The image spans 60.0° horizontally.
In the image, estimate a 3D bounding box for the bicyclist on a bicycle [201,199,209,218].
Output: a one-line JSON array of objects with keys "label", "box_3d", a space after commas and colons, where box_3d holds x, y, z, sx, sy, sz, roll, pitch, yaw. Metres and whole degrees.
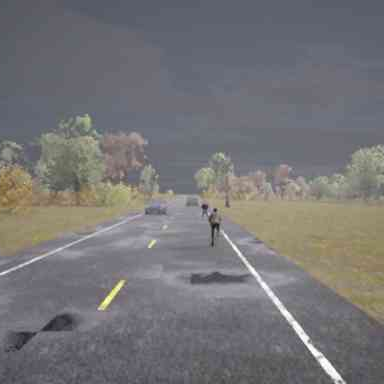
[{"label": "bicyclist on a bicycle", "box_3d": [0.959, 1.418, 24.281, 0.659, 1.776, 1.843, 0, 0, 0]}]

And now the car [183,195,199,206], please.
[{"label": "car", "box_3d": [0.094, 1.598, 55.727, 2.128, 1.511, 4.902, 0, 0, 0]}]

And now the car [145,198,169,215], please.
[{"label": "car", "box_3d": [-3.598, 1.418, 34.416, 2.097, 1.767, 4.553, 0, 0, 0]}]

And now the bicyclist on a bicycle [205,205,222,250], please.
[{"label": "bicyclist on a bicycle", "box_3d": [0.960, 1.480, 13.630, 0.582, 1.620, 1.656, 0, 0, 0]}]

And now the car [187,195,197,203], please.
[{"label": "car", "box_3d": [-0.009, 1.496, 73.568, 2.097, 1.767, 4.553, 0, 0, 0]}]
